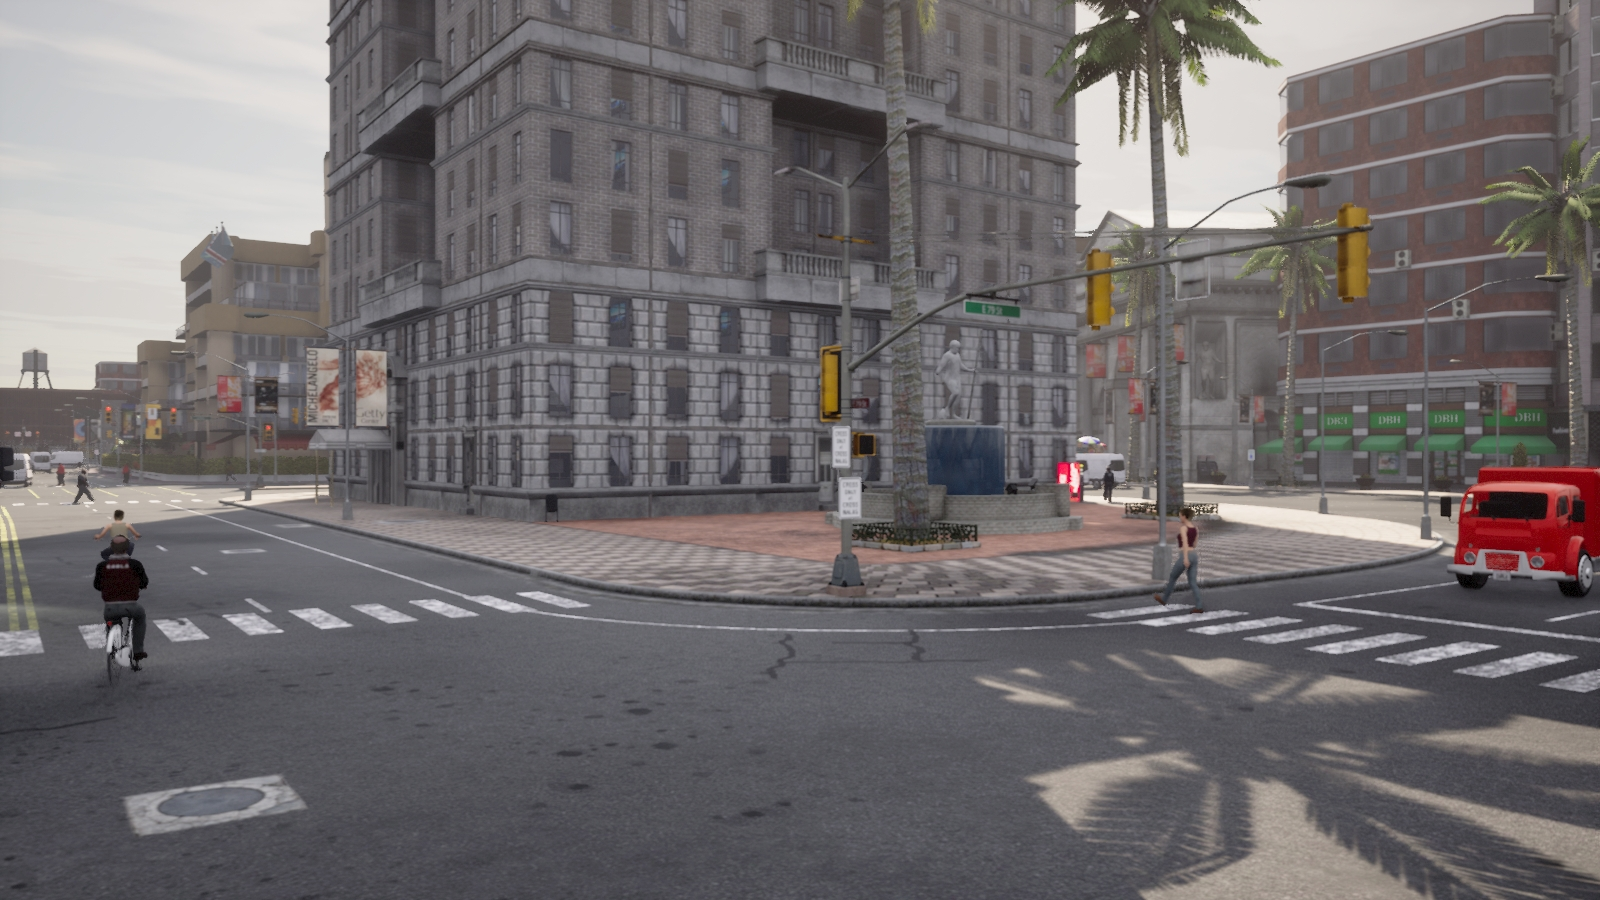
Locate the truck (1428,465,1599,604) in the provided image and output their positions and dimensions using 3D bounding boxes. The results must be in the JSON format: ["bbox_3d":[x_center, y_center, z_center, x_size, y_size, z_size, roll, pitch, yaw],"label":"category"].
[{"bbox_3d":[15.409,1.583,23.560,5.204,2.467,2.627,0,0,-41],"label":"truck"}]

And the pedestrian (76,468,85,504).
[{"bbox_3d":[-37.286,1.850,59.223,0.375,1.860,0.375,0,0,-34],"label":"pedestrian"}]

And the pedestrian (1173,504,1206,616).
[{"bbox_3d":[6.632,1.859,19.457,0.375,1.860,0.375,0,0,-28],"label":"pedestrian"}]

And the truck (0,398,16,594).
[{"bbox_3d":[-19.045,0.890,25.104,2.891,3.827,8.468,0,0,-35],"label":"truck"}]

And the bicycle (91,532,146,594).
[{"bbox_3d":[-13.782,2.258,23.089,0.859,1.080,1.487,0,0,-34],"label":"bicycle"}]

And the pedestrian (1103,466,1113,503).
[{"bbox_3d":[15.575,1.722,57.755,0.375,1.860,0.375,0,0,-7],"label":"pedestrian"}]

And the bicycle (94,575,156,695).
[{"bbox_3d":[-8.224,2.212,13.967,0.329,1.171,1.835,0,0,-20],"label":"bicycle"}]
